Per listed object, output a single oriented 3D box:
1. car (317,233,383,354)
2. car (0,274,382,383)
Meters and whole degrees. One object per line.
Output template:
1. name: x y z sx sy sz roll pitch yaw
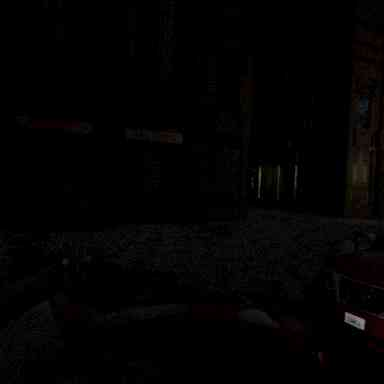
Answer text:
1. car: 4.196 1.282 5.178 5.009 1.841 2.192 1 2 -28
2. car: -0.767 1.449 2.572 4.206 1.307 1.802 1 2 -28
